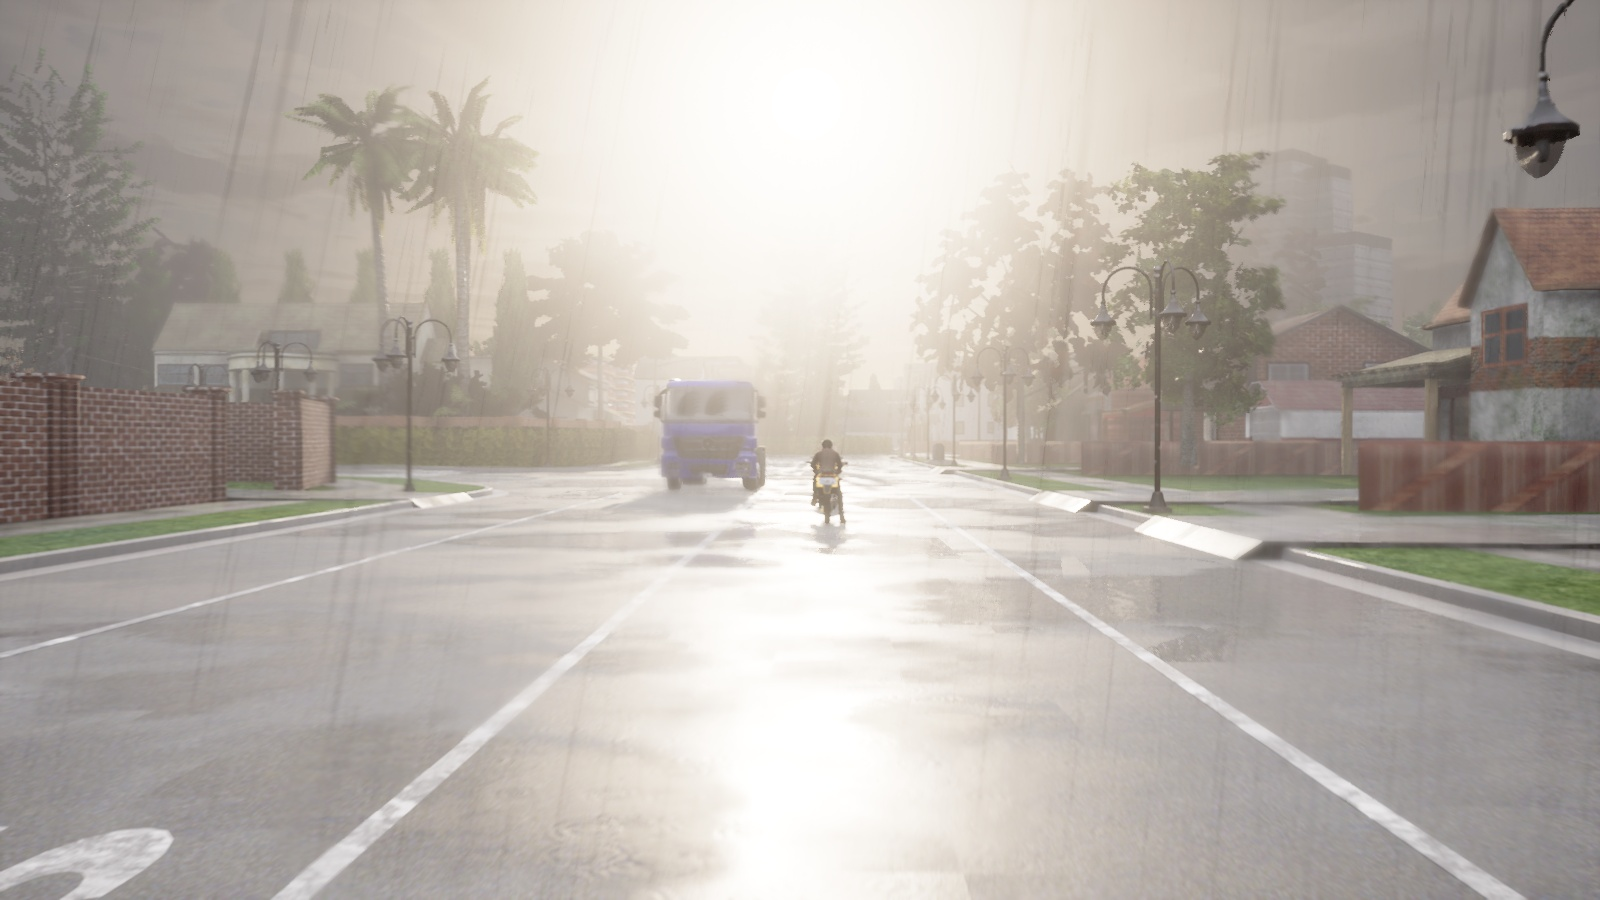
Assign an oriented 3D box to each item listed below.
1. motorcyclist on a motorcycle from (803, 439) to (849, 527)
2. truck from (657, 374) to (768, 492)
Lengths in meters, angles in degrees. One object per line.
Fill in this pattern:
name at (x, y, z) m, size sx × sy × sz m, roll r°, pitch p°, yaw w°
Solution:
motorcyclist on a motorcycle at (0.477, 0.572, 22.923) m, size 0.797 × 1.523 × 2.044 m, roll 0°, pitch 0°, yaw 1°
truck at (-2.667, -0.515, 40.906) m, size 2.891 × 3.462 × 7.936 m, roll 0°, pitch 0°, yaw 1°
